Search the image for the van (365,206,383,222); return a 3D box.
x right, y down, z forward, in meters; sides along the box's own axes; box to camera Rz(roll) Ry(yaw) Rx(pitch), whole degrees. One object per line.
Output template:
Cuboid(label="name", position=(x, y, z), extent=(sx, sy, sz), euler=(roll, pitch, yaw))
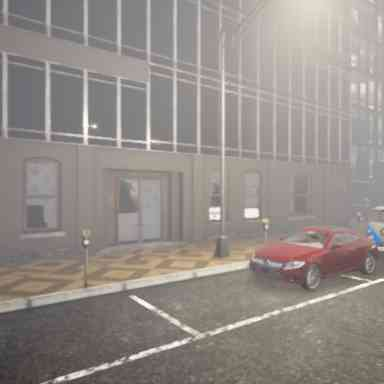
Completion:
Cuboid(label="van", position=(8.066, 1.378, 12.313), extent=(3.998, 1.788, 1.690), euler=(0, 0, -36))

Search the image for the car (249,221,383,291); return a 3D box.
Cuboid(label="car", position=(3.426, 1.603, 9.003), extent=(4.206, 1.307, 1.802), euler=(0, 0, -36))
